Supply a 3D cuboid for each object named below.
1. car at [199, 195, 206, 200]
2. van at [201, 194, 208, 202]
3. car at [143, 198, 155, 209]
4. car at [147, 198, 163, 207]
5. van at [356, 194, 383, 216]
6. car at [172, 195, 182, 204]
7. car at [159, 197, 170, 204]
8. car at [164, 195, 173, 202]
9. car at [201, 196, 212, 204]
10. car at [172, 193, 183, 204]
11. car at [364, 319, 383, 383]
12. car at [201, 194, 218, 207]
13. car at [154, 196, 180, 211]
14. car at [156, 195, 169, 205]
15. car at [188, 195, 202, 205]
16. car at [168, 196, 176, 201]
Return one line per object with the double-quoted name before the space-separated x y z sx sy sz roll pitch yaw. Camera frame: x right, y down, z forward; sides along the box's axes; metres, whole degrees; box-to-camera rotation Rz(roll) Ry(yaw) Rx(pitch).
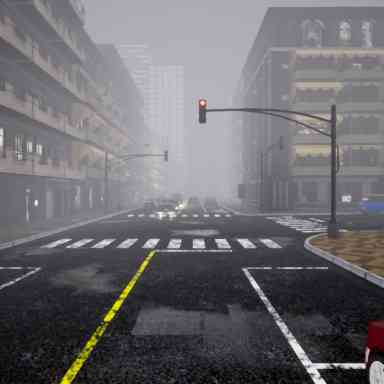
"car" 2.975 1.602 95.019 1.887 1.381 4.507 -1 0 0
"van" 2.922 1.379 78.435 1.690 1.788 3.998 -1 0 0
"car" -5.559 1.561 45.300 2.008 1.369 4.403 0 0 0
"car" -5.543 1.580 50.827 1.947 1.339 4.313 0 0 0
"van" 15.723 1.035 27.328 3.998 1.788 1.690 -1 1 -1
"car" -2.943 1.578 50.492 1.994 1.385 4.181 0 0 0
"car" -5.491 1.609 67.411 1.802 1.307 4.206 -1 0 0
"car" -5.457 1.563 78.297 1.752 1.417 4.829 -1 0 0
"car" 2.890 1.578 67.379 2.008 1.369 4.403 -1 0 0
"car" -2.856 1.245 63.449 2.150 2.045 5.566 0 0 1
"car" 2.685 1.544 1.797 1.887 1.381 4.507 0 0 0
"car" 2.836 1.454 50.796 1.967 1.590 4.097 -1 0 0
"car" -2.975 1.554 40.483 2.033 1.411 5.357 0 0 0
"car" -5.510 1.462 61.883 1.967 1.590 4.097 -1 0 0
"car" 0.279 1.497 58.069 1.882 1.535 5.008 0 0 0
"car" -5.422 1.633 89.523 1.802 1.307 4.206 -1 0 0
